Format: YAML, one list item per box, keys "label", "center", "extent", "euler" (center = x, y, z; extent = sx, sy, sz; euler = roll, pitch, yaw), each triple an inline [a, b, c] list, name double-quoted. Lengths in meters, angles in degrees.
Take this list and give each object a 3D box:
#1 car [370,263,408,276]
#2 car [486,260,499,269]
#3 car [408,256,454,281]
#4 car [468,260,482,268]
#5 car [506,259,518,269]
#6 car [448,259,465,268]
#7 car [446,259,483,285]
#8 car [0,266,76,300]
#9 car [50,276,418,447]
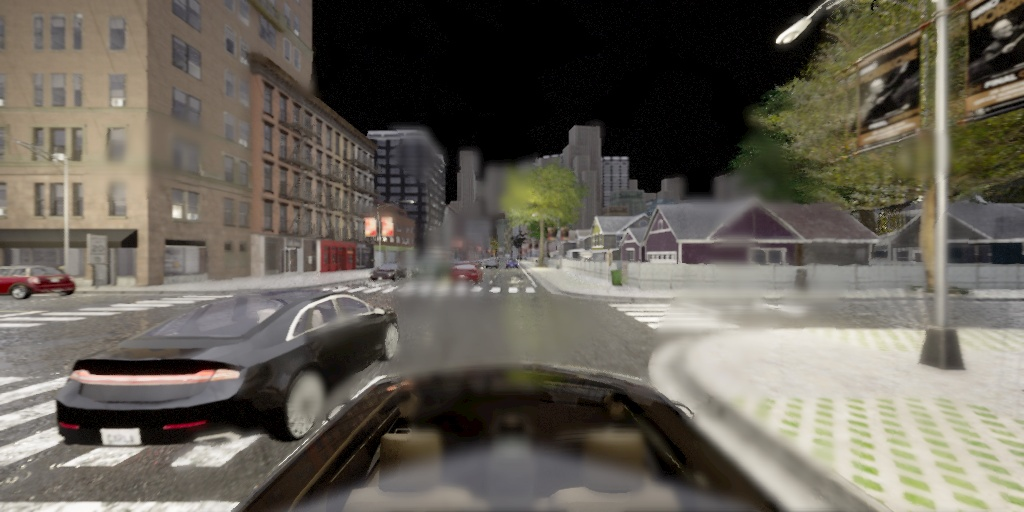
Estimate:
- label: "car"
  center: [-9.848, 1.300, 29.466]
  extent: [2.033, 1.411, 5.357]
  euler: [0, 0, 0]
- label: "car"
  center: [-3.251, 1.336, 58.828]
  extent: [1.994, 1.385, 4.181]
  euler: [0, 0, 0]
- label: "car"
  center: [-6.597, 0.974, 29.971]
  extent: [2.150, 2.045, 5.566]
  euler: [0, 0, 0]
- label: "car"
  center: [-6.501, 1.389, 63.416]
  extent: [1.994, 1.385, 4.181]
  euler: [0, 0, 0]
- label: "car"
  center: [-0.001, 1.297, 58.828]
  extent: [1.812, 1.442, 4.674]
  euler: [0, 0, 0]
- label: "car"
  center: [-9.751, 1.311, 63.416]
  extent: [2.128, 1.511, 4.902]
  euler: [0, 0, 0]
- label: "car"
  center: [-3.150, 1.228, 25.757]
  extent: [1.882, 1.535, 5.008]
  euler: [0, 0, 0]
- label: "car"
  center: [-23.536, 1.179, 16.949]
  extent: [4.097, 1.591, 1.967]
  euler: [0, 0, 0]
- label: "car"
  center: [-3.150, 1.242, 5.313]
  extent: [2.128, 1.511, 4.902]
  euler: [0, 0, 0]
